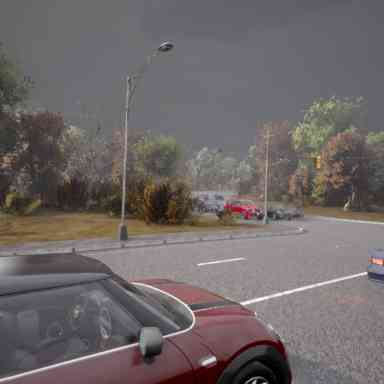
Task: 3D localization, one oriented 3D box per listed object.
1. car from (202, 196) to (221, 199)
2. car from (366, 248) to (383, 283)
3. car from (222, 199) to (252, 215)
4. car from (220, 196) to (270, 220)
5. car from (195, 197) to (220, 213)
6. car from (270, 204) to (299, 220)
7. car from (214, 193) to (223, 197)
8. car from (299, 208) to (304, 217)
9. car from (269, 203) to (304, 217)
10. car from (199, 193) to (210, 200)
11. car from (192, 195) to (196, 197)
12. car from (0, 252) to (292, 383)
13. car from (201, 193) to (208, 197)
[{"bbox_3d":[3.098,1.939,53.770,1.994,1.385,4.181,2,1,-15],"label":"car"},{"bbox_3d":[6.540,1.662,8.442,5.357,1.411,2.033,2,-1,-36],"label":"car"},{"bbox_3d":[5.939,1.993,44.413,2.097,1.767,4.553,3,0,-19],"label":"car"},{"bbox_3d":[5.533,1.809,35.657,2.150,2.045,5.566,3,-1,-22],"label":"car"},{"bbox_3d":[2.042,1.961,44.918,1.837,1.490,4.892,3,0,-18],"label":"car"},{"bbox_3d":[9.034,2.096,36.440,2.097,1.767,4.553,3,-1,-23],"label":"car"},{"bbox_3d":[6.317,1.106,79.587,1.837,1.490,4.892,2,2,-1],"label":"car"},{"bbox_3d":[11.259,2.427,40.446,2.033,1.411,5.357,3,0,-22],"label":"car"},{"bbox_3d":[12.952,2.455,45.981,2.128,1.511,4.902,3,0,-20],"label":"car"},{"bbox_3d":[2.862,1.043,78.373,2.128,1.511,4.902,2,2,-1],"label":"car"},{"bbox_3d":[-0.839,1.372,54.967,2.150,2.045,5.566,2,2,-13],"label":"car"},{"bbox_3d":[-1.211,1.354,2.883,4.553,1.767,2.097,0,0,-36],"label":"car"},{"bbox_3d":[1.002,1.316,63.631,2.097,1.767,4.553,2,2,-10],"label":"car"}]
